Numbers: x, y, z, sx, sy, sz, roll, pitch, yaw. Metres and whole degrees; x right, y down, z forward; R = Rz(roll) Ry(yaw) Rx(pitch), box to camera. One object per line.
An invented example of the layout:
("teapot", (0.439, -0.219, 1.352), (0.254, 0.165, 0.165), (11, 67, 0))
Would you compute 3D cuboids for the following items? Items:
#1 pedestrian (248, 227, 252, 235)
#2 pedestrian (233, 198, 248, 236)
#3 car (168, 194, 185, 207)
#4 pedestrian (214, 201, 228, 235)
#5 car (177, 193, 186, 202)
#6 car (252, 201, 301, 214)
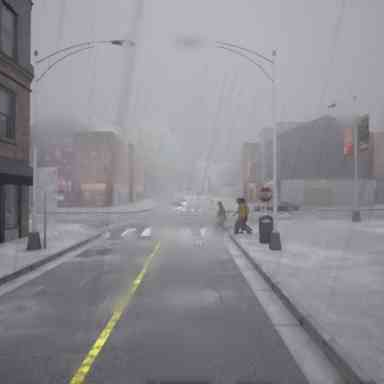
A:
("pedestrian", (2.578, 1.133, 16.313), (0.375, 1.860, 0.375), (1, -1, 0))
("pedestrian", (2.274, 1.132, 15.638), (0.375, 1.860, 0.375), (1, -1, 0))
("car", (-2.482, 1.488, 49.763), (2.033, 1.411, 5.357), (0, 0, 0))
("pedestrian", (1.458, 1.285, 16.912), (0.375, 1.860, 0.375), (1, -1, 0))
("car", (-2.389, 1.259, 69.125), (2.097, 1.767, 4.553), (0, 0, 0))
("car", (8.660, 1.561, 34.581), (4.718, 1.301, 1.895), (-1, -1, 0))
